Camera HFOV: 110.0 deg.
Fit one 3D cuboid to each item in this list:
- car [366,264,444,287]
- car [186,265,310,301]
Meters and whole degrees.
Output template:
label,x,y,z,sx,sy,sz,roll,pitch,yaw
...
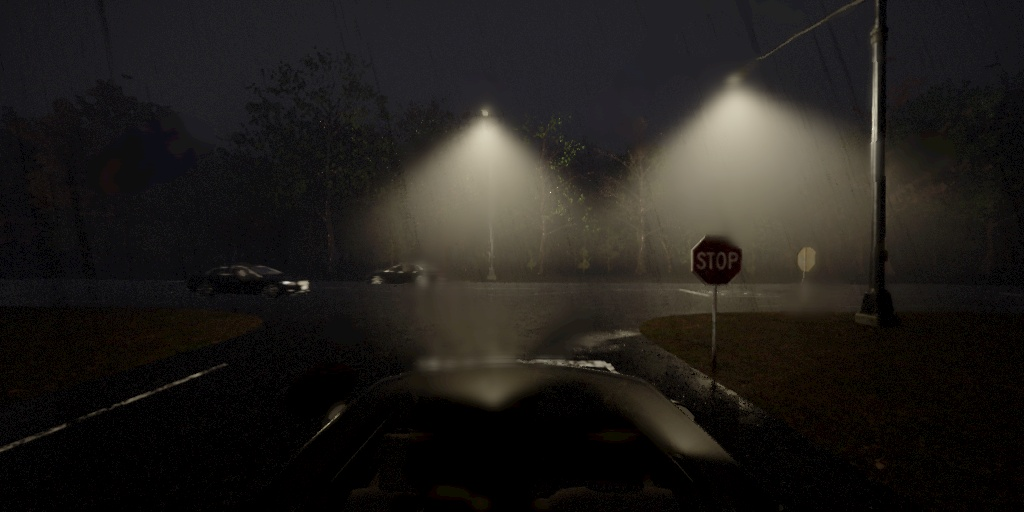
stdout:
label,x,y,z,sx,sy,sz,roll,pitch,yaw
car,-6.928,1.237,23.306,4.892,1.490,1.837,0,0,0
car,-11.894,1.148,16.347,4.902,1.511,2.128,1,0,1
